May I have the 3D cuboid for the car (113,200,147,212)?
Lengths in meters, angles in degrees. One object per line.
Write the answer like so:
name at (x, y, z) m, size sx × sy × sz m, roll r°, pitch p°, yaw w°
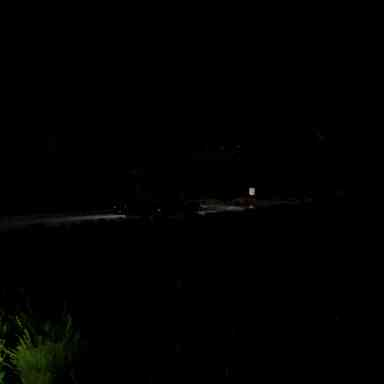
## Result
car at (-5.149, 1.429, 31.421) m, size 1.895 × 1.301 × 4.718 m, roll 0°, pitch 0°, yaw 36°

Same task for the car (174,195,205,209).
car at (-0.247, 1.280, 43.209) m, size 1.816 × 1.474 × 4.193 m, roll 7°, pitch 4°, yaw 33°

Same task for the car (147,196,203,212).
car at (-1.382, 1.325, 30.327) m, size 2.128 × 1.511 × 4.902 m, roll 0°, pitch 0°, yaw 36°

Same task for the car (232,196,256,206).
car at (7.755, 1.307, 49.325) m, size 1.882 × 1.535 × 5.008 m, roll 0°, pitch 0°, yaw 36°
